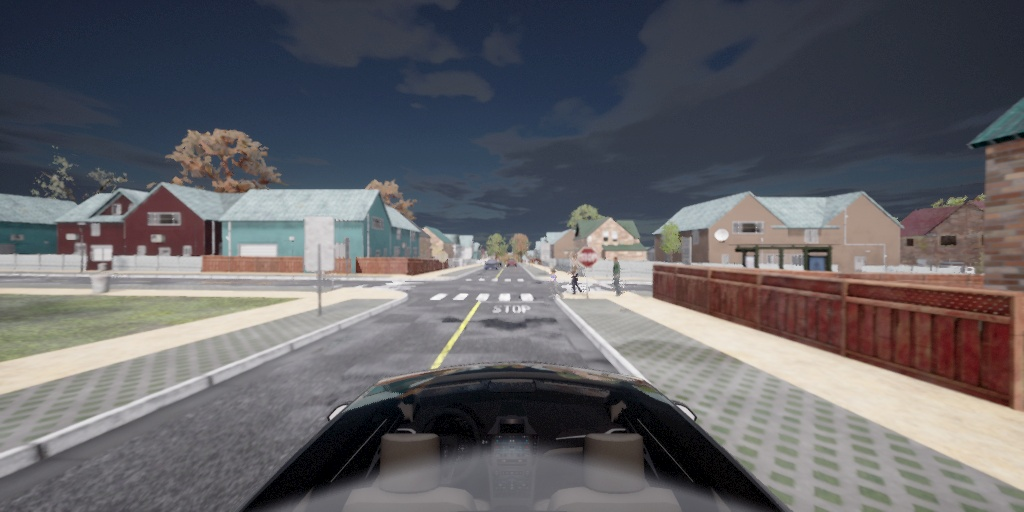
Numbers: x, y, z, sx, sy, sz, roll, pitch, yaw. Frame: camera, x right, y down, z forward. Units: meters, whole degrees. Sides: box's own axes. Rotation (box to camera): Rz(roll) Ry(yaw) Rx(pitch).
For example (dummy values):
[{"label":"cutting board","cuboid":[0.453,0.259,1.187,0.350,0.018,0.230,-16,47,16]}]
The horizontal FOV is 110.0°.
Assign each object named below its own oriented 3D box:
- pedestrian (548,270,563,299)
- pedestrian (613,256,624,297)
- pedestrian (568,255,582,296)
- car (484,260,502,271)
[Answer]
[{"label":"pedestrian","cuboid":[1.832,1.126,15.071,0.375,1.300,0.375,-1,1,0]},{"label":"pedestrian","cuboid":[4.575,0.860,15.669,0.375,1.860,0.375,-1,1,0]},{"label":"pedestrian","cuboid":[2.850,0.854,16.268,0.375,1.860,0.375,-1,1,0]},{"label":"car","cuboid":[-2.835,1.272,49.822,2.033,1.411,5.357,0,0,0]}]
